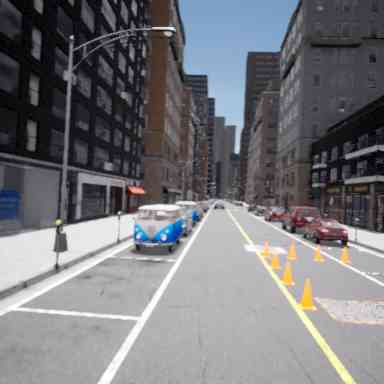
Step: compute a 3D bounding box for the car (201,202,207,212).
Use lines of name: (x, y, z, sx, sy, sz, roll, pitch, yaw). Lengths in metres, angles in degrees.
car: (0.362, 2.043, 36.193, 1.802, 1.307, 4.206, 3, -1, 5)

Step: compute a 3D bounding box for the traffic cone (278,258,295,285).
traffic cone: (2.615, 2.195, 9.096, 0.340, 0.580, 0.340, 3, -1, 5)

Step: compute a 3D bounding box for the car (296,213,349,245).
car: (7.557, 2.184, 19.067, 1.802, 1.307, 4.206, 3, -1, 5)

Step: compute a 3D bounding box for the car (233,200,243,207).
car: (13.520, 3.311, 94.423, 1.967, 1.590, 4.097, 2, -1, 5)

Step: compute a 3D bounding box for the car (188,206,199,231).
car: (-0.931, 1.746, 19.742, 2.008, 1.369, 4.403, 3, -1, 5)

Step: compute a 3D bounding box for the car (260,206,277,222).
car: (8.857, 2.308, 35.520, 1.967, 1.590, 4.097, 3, -1, 5)

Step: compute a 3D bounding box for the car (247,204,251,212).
car: (10.576, 2.794, 57.453, 1.947, 1.339, 4.313, 3, -1, 5)

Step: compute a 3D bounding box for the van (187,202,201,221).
van: (-0.490, 1.625, 25.228, 1.690, 1.788, 3.998, 3, -1, 5)

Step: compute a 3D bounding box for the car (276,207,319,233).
car: (8.000, 2.006, 24.554, 2.192, 1.841, 5.009, 3, -1, 5)

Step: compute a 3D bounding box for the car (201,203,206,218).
car: (-0.069, 1.938, 30.709, 1.947, 1.339, 4.313, 3, -1, 5)

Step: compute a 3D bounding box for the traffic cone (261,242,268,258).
traffic cone: (2.929, 2.258, 13.083, 0.340, 0.580, 0.340, 3, -1, 5)

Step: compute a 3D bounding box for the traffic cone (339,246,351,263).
traffic cone: (5.916, 2.401, 12.845, 0.340, 0.580, 0.340, 3, -1, 5)

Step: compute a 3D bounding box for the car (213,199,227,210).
car: (5.069, 2.583, 62.033, 1.994, 1.385, 4.181, 3, -1, 5)

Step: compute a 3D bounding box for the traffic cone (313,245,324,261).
traffic cone: (4.920, 2.354, 12.925, 0.340, 0.580, 0.340, 3, -1, 5)

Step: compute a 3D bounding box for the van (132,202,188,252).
van: (-1.352, 1.448, 14.262, 1.690, 1.788, 3.998, 3, -1, 5)

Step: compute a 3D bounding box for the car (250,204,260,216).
car: (9.714, 2.598, 46.486, 2.008, 1.369, 4.403, 3, -1, 5)

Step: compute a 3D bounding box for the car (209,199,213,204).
car: (2.093, 2.261, 58.129, 1.967, 1.590, 4.097, 3, -1, 5)

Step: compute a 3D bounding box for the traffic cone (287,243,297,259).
traffic cone: (3.925, 2.306, 13.004, 0.340, 0.580, 0.340, 3, -1, 5)

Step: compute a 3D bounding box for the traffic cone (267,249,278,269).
traffic cone: (2.772, 2.226, 11.089, 0.340, 0.580, 0.340, 3, -1, 5)

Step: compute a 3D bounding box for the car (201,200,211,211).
car: (1.225, 2.207, 47.160, 1.947, 1.339, 4.313, 3, -1, 5)

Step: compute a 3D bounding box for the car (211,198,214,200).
car: (5.026, 3.046, 95.108, 1.802, 1.307, 4.206, 3, -1, 5)

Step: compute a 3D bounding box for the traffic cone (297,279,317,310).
traffic cone: (2.459, 2.163, 7.102, 0.340, 0.580, 0.340, 3, -1, 5)
